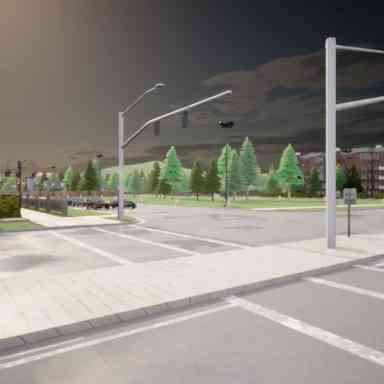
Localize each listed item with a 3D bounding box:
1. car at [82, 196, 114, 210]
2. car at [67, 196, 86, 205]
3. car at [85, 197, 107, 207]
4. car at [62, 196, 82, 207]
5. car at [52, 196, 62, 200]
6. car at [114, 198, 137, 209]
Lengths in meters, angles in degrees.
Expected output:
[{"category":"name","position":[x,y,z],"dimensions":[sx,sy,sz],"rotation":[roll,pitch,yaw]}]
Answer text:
[{"category":"car","position":[-12.176,1.598,42.789],"dimensions":[1.895,1.301,4.718],"rotation":[0,0,-36]},{"category":"car","position":[-21.466,1.474,61.608],"dimensions":[1.882,1.535,5.008],"rotation":[0,0,-36]},{"category":"car","position":[-15.461,1.501,53.267],"dimensions":[1.837,1.490,4.892],"rotation":[0,0,-36]},{"category":"car","position":[-17.586,1.502,50.232],"dimensions":[1.837,1.490,4.892],"rotation":[0,0,-36]},{"category":"car","position":[-23.423,1.501,58.317],"dimensions":[1.837,1.490,4.892],"rotation":[0,0,-36]},{"category":"car","position":[-9.390,1.544,44.899],"dimensions":[2.033,1.411,5.357],"rotation":[0,0,-36]}]
